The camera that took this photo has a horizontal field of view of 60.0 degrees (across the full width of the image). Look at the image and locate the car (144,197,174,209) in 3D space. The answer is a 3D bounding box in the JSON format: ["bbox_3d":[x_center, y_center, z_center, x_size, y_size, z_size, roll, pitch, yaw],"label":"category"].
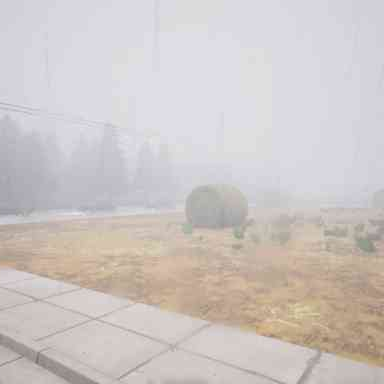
[{"bbox_3d":[-4.508,1.532,46.182,1.837,1.490,4.892,0,0,37],"label":"car"}]

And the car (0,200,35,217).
[{"bbox_3d":[-16.691,1.518,29.774,2.128,1.511,4.902,0,0,37],"label":"car"}]

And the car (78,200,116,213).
[{"bbox_3d":[-10.743,1.591,37.798,1.994,1.385,4.181,0,0,36],"label":"car"}]
